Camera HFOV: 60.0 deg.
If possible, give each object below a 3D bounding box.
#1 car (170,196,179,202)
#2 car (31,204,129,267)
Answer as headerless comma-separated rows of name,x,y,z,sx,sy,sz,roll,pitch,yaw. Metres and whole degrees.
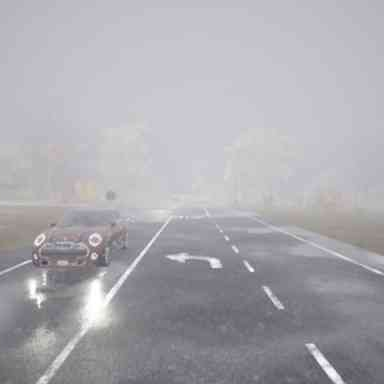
car,-3.946,1.562,76.689,2.033,1.411,5.357,0,0,-1
car,-3.550,1.353,11.352,2.097,1.767,4.553,0,0,0
